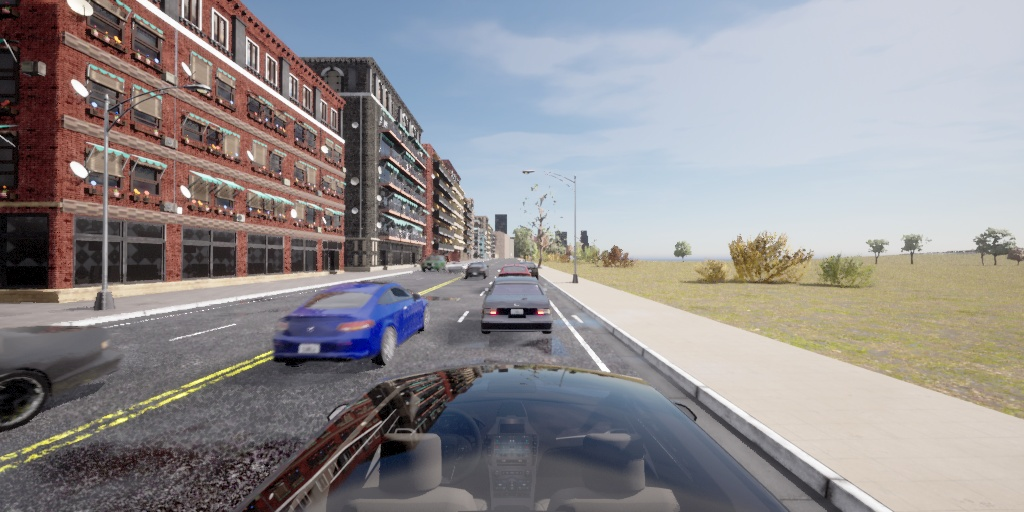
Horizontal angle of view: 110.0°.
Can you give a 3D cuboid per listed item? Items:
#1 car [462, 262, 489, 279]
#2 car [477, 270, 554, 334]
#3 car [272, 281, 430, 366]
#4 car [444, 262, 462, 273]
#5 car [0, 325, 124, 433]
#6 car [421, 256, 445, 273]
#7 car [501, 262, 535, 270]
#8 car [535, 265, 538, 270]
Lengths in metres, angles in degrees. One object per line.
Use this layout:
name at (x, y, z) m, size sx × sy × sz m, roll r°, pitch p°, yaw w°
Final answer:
car at (-3.070, 1.279, 32.122) m, size 1.812 × 1.442 × 4.674 m, roll 0°, pitch 0°, yaw 0°
car at (0.122, 1.299, 10.577) m, size 2.033 × 1.411 × 5.357 m, roll 0°, pitch 0°, yaw 0°
car at (-3.138, 1.277, 7.861) m, size 1.812 × 1.442 × 4.674 m, roll 0°, pitch 0°, yaw 0°
car at (-6.492, 1.354, 43.304) m, size 1.895 × 1.301 × 4.718 m, roll 0°, pitch 0°, yaw 0°
car at (-6.600, 1.298, 2.768) m, size 2.033 × 1.411 × 5.357 m, roll 0°, pitch 0°, yaw 0°
car at (-9.736, 0.975, 44.972) m, size 2.150 × 2.045 × 5.566 m, roll 0°, pitch 0°, yaw 0°
car at (0.152, 1.231, 21.117) m, size 1.882 × 1.535 × 5.008 m, roll 0°, pitch 0°, yaw 0°
car at (1.212, 1.232, 30.554) m, size 1.882 × 1.535 × 5.008 m, roll 0°, pitch 0°, yaw 0°
